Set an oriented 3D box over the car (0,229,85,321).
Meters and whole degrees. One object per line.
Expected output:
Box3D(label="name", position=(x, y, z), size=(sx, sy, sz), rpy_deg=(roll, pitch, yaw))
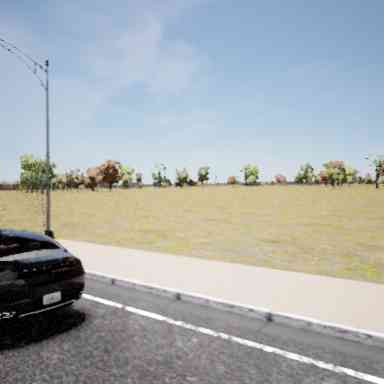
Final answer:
Box3D(label="car", position=(-4.196, 1.525, 6.760), size=(4.892, 1.490, 1.837), rpy_deg=(-2, -1, 36))
